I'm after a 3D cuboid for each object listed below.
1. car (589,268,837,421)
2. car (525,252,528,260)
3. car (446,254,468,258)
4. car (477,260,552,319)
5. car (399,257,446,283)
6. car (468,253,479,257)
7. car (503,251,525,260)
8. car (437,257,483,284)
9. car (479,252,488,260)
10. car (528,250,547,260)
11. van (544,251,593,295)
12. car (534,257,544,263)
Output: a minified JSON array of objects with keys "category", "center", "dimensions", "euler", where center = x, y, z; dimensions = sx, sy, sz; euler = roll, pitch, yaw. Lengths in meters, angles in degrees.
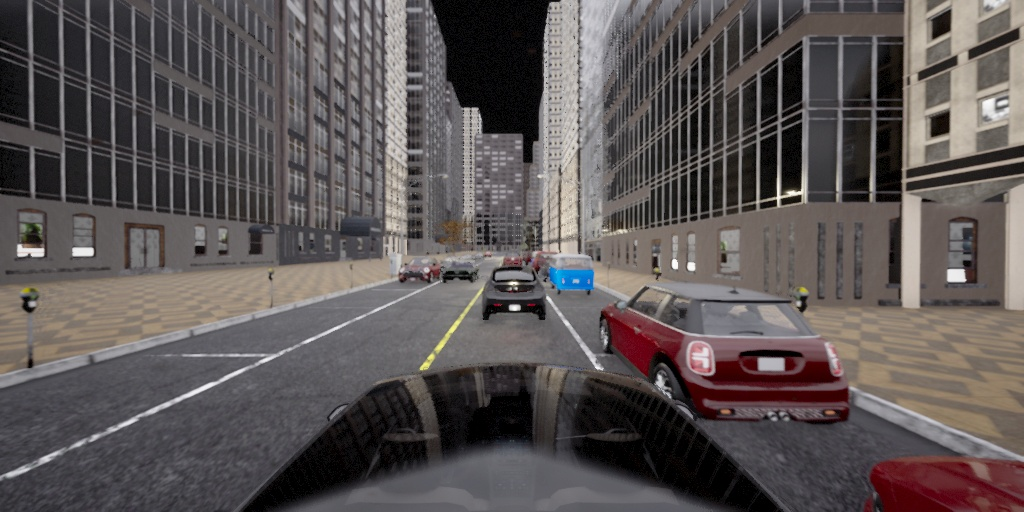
[{"category":"car","center":[2.692,1.113,5.687],"dimensions":[1.967,1.591,4.097],"euler":[0,0,0]},{"category":"car","center":[2.688,0.217,45.169],"dimensions":[2.192,1.841,5.009],"euler":[0,0,0]},{"category":"car","center":[-5.692,0.675,33.862],"dimensions":[2.007,1.370,4.403],"euler":[0,0,0]},{"category":"car","center":[0.047,1.059,11.820],"dimensions":[1.837,1.490,4.892],"euler":[0,1,-1]},{"category":"car","center":[-5.691,0.785,22.579],"dimensions":[1.967,1.591,4.097],"euler":[0,0,0]},{"category":"car","center":[-5.694,0.453,45.145],"dimensions":[2.007,1.370,4.403],"euler":[0,0,0]},{"category":"car","center":[0.098,0.339,40.867],"dimensions":[2.097,1.767,4.553],"euler":[0,1,0]},{"category":"car","center":[-3.096,0.951,22.332],"dimensions":[1.895,1.301,4.718],"euler":[0,1,0]},{"category":"car","center":[-5.696,0.120,62.071],"dimensions":[2.007,1.370,4.403],"euler":[0,0,0]},{"category":"car","center":[2.689,0.549,28.248],"dimensions":[2.192,1.841,5.009],"euler":[0,0,0]},{"category":"van","center":[2.690,0.795,16.967],"dimensions":[1.690,1.789,3.998],"euler":[0,0,0]},{"category":"car","center":[2.689,0.895,22.608],"dimensions":[2.007,1.370,4.403],"euler":[0,0,0]}]
